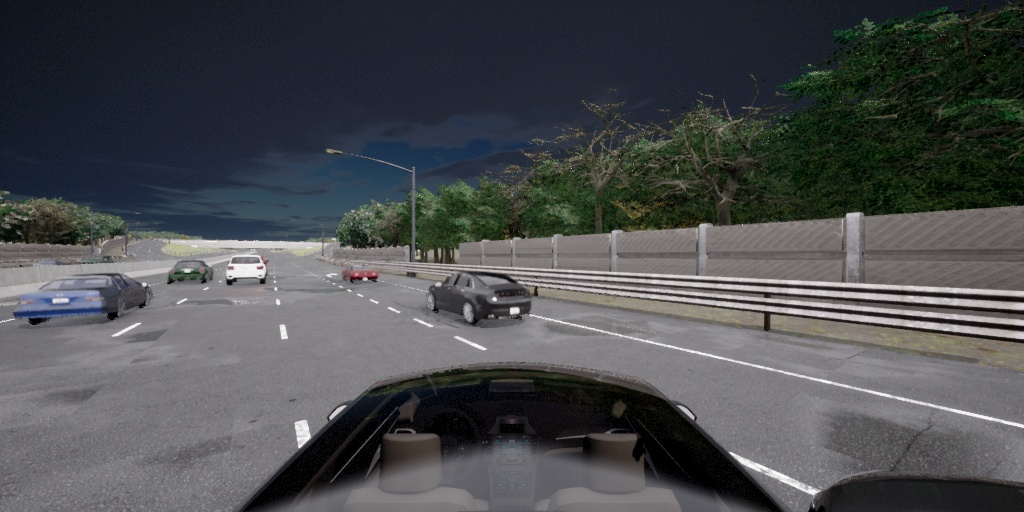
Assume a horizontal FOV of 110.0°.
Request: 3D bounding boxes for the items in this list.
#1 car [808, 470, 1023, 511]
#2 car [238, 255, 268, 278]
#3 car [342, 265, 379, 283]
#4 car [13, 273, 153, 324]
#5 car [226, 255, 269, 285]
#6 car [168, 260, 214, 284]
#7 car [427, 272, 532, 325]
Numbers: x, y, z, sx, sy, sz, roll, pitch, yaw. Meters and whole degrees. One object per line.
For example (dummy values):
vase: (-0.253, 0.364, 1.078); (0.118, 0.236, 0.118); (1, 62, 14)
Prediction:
car: (2.986, 1.315, 0.409); (4.181, 1.385, 1.994); (0, 0, 34)
car: (-25.264, 0.945, 35.113); (2.150, 2.045, 5.566); (0, 0, -34)
car: (-11.761, 1.340, 27.524); (1.895, 1.301, 4.718); (0, 0, -34)
car: (-14.042, 1.292, 12.112); (2.033, 1.411, 5.357); (0, 0, -34)
car: (-19.273, 0.956, 26.159); (2.150, 2.045, 5.566); (0, 0, -34)
car: (-24.051, 1.084, 27.000); (2.097, 1.767, 4.553); (0, 0, -34)
car: (-1.280, 1.255, 11.986); (1.837, 1.490, 4.892); (0, 1, -34)
